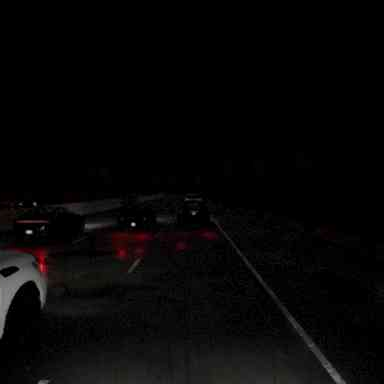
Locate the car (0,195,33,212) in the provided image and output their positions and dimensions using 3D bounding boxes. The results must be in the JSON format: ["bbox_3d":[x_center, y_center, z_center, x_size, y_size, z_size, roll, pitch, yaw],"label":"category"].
[{"bbox_3d":[-21.092,1.322,39.548,2.097,1.767,4.553,0,0,0],"label":"car"}]

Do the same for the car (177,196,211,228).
[{"bbox_3d":[0.104,1.336,22.322,2.097,1.767,4.553,0,0,0],"label":"car"}]

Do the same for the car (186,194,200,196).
[{"bbox_3d":[0.105,1.195,40.769,2.150,2.045,5.566,0,0,0],"label":"car"}]

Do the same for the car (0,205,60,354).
[{"bbox_3d":[-3.398,1.219,2.952,2.150,2.045,5.566,0,0,0],"label":"car"}]

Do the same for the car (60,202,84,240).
[{"bbox_3d":[-6.897,1.479,16.516,2.128,1.511,4.902,0,0,0],"label":"car"}]

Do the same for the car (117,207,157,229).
[{"bbox_3d":[-3.396,1.585,21.470,1.895,1.301,4.718,0,0,0],"label":"car"}]

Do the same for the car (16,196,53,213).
[{"bbox_3d":[-17.591,1.324,37.414,2.097,1.767,4.553,0,0,0],"label":"car"}]
